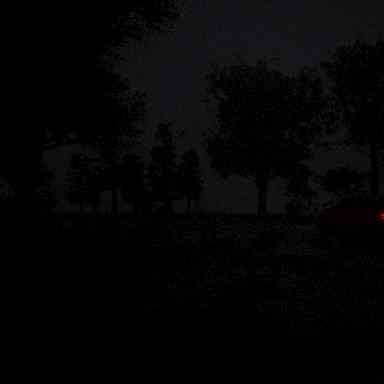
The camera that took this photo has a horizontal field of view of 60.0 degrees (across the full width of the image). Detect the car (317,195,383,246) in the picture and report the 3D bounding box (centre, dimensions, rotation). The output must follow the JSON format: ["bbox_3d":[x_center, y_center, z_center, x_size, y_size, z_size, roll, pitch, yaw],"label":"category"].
[{"bbox_3d":[7.981,1.159,15.247,2.150,2.045,5.566,0,0,-8],"label":"car"}]
